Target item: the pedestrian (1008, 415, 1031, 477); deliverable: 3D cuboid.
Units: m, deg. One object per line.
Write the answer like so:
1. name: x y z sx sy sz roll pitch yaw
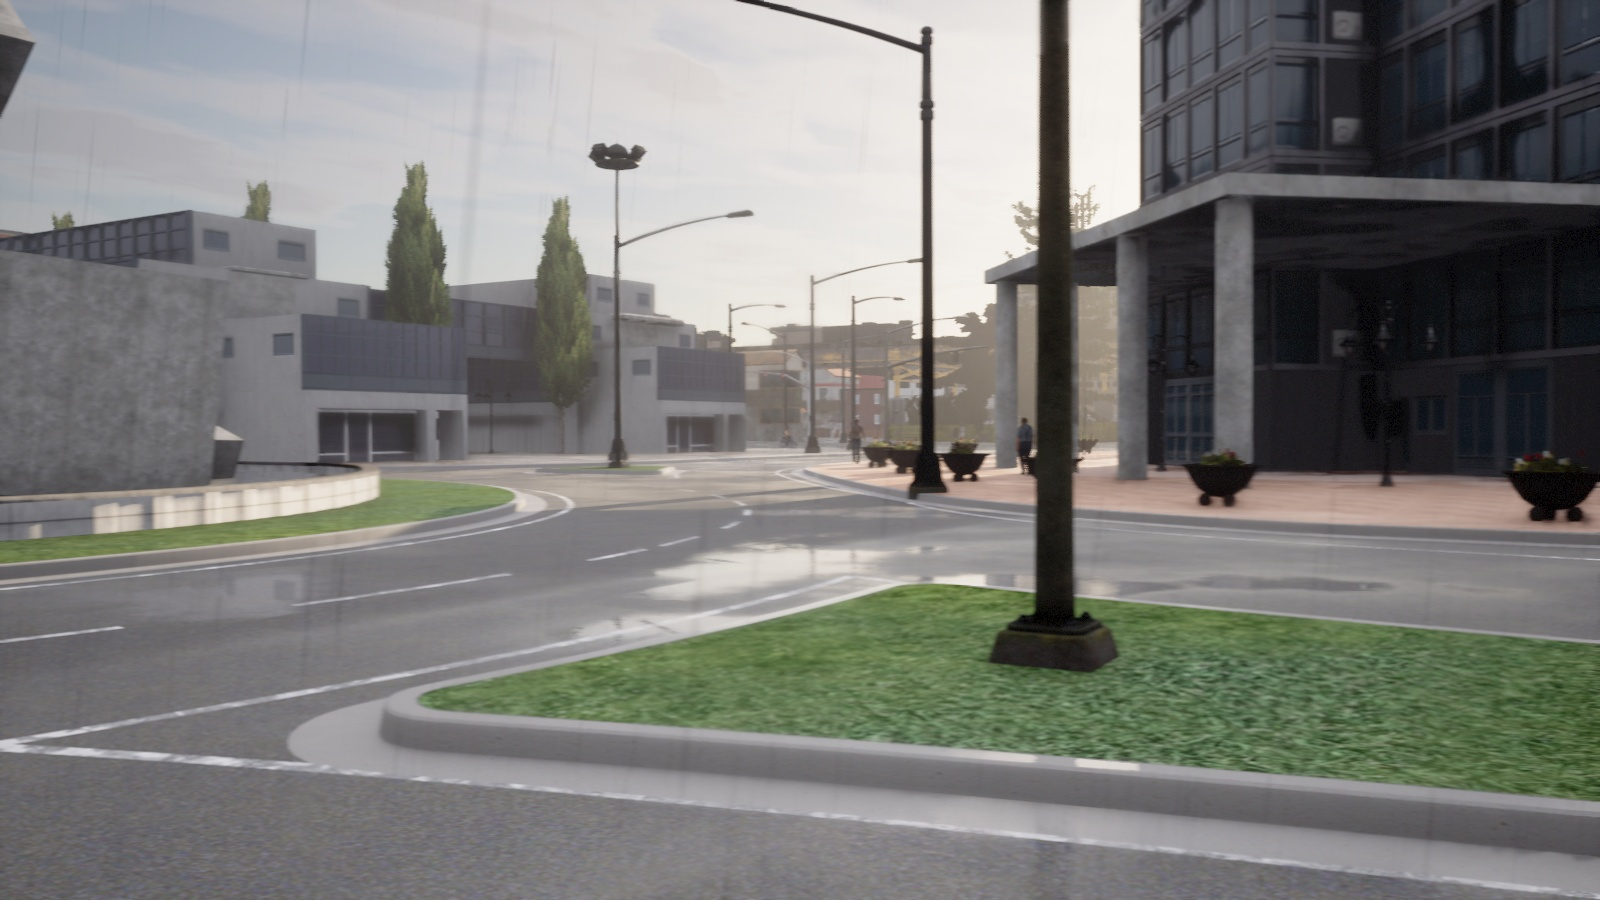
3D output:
1. pedestrian: 6.608 -0.115 37.852 0.540 1.848 0.694 0 1 -3

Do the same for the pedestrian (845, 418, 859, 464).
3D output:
1. pedestrian: 2.065 -0.346 49.767 0.328 1.805 0.869 0 1 16
